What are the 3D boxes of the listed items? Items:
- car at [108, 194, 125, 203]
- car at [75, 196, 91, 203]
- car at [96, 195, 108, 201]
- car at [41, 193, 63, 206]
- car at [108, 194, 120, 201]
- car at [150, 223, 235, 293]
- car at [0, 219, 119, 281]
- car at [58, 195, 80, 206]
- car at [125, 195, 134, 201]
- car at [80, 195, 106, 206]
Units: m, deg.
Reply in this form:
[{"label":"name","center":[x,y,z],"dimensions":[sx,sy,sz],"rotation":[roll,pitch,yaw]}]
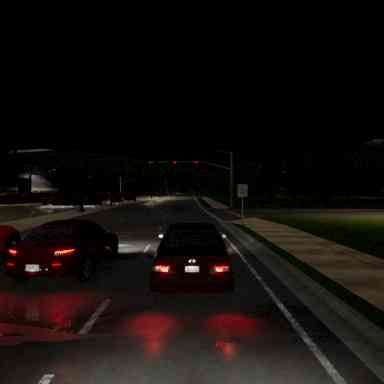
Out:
[{"label":"car","center":[-16.270,1.478,70.741],"dimensions":[1.882,1.535,5.008],"rotation":[0,0,0]},{"label":"car","center":[-23.270,1.524,71.322],"dimensions":[1.812,1.442,4.674],"rotation":[0,0,0]},{"label":"car","center":[-23.266,1.494,85.980],"dimensions":[1.837,1.490,4.892],"rotation":[0,0,0]},{"label":"car","center":[-23.342,1.220,56.033],"dimensions":[2.150,2.045,5.566],"rotation":[0,0,0]},{"label":"car","center":[-19.767,1.353,84.324],"dimensions":[2.097,1.767,4.553],"rotation":[0,0,0]},{"label":"car","center":[0.007,1.547,8.991],"dimensions":[2.033,1.411,5.357],"rotation":[0,0,0]},{"label":"car","center":[-3.496,1.526,9.702],"dimensions":[1.812,1.442,4.674],"rotation":[0,0,1]},{"label":"car","center":[-19.857,1.601,55.070],"dimensions":[1.895,1.301,4.718],"rotation":[0,0,0]},{"label":"car","center":[-16.266,1.539,86.115],"dimensions":[2.033,1.411,5.357],"rotation":[0,0,0]},{"label":"car","center":[-16.345,1.547,55.178],"dimensions":[2.033,1.411,5.357],"rotation":[0,0,0]}]
